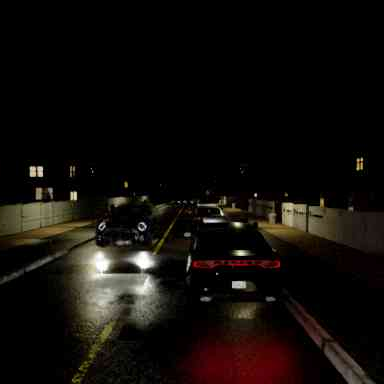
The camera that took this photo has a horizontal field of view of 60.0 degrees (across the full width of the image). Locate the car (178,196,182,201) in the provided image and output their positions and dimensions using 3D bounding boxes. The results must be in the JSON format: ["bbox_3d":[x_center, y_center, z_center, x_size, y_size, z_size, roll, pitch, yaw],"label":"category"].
[{"bbox_3d":[-2.743,1.784,91.530,1.812,1.442,4.674,0,0,0],"label":"car"}]

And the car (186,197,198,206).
[{"bbox_3d":[0.005,1.666,59.738,1.994,1.385,4.181,0,0,0],"label":"car"}]

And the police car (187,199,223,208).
[{"bbox_3d":[0.826,1.431,18.427,1.930,1.638,5.238,0,0,0],"label":"police car"}]

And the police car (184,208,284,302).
[{"bbox_3d":[0.826,1.424,8.425,1.930,1.638,5.238,0,0,0],"label":"police car"}]

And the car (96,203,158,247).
[{"bbox_3d":[-2.749,1.354,14.947,2.097,1.767,4.553,0,0,0],"label":"car"}]

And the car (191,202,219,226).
[{"bbox_3d":[0.826,1.518,24.317,1.837,1.490,4.892,0,0,0],"label":"car"}]

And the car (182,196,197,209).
[{"bbox_3d":[0.032,1.408,45.770,2.097,1.767,4.553,0,0,0],"label":"car"}]
